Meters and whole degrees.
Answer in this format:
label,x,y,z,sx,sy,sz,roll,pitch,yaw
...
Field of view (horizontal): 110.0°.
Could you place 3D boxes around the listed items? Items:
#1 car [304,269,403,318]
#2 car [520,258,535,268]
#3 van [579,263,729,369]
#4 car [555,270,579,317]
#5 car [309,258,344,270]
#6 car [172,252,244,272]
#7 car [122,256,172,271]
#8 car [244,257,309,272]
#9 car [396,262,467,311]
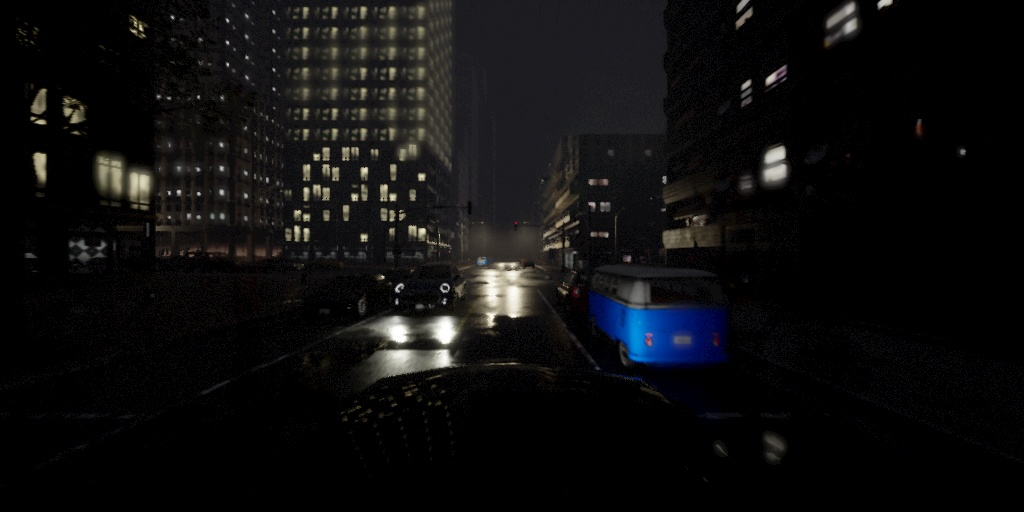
label,x,y,z,sx,sy,sz,roll,pitch,yaw
car,-5.686,1.309,13.054,1.948,1.339,4.313,0,0,0
car,2.715,1.291,57.942,1.948,1.339,4.313,0,0,0
van,2.692,1.087,7.501,1.690,1.789,3.998,0,0,0
car,2.695,1.183,13.051,1.967,1.591,4.097,0,0,0
car,-22.027,0.860,41.406,4.829,1.417,1.751,0,0,-1
car,-27.373,0.575,32.879,5.009,1.841,2.192,0,0,-1
car,-32.992,0.721,32.818,4.313,1.339,1.948,0,0,-1
car,-23.326,0.928,35.610,4.718,1.301,1.895,1,0,-1
car,-3.075,1.095,14.216,2.097,1.767,4.553,0,0,0
